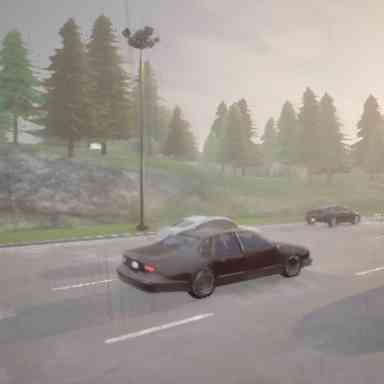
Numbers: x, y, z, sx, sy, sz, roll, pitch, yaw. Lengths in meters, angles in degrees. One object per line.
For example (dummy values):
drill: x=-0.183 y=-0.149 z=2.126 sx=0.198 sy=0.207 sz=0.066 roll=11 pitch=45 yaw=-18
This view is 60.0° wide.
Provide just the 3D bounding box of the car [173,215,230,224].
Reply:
car: x=0.801 y=1.627 z=12.880 sx=4.674 sy=1.442 sz=1.812 roll=0 pitch=-1 yaw=-35

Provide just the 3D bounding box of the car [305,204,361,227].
car: x=10.163 y=1.638 z=23.867 sx=4.892 sy=1.490 sz=1.837 roll=0 pitch=-1 yaw=-35

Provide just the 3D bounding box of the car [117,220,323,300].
car: x=0.830 y=1.615 z=8.623 sx=5.357 sy=1.411 sz=2.033 roll=0 pitch=-1 yaw=-35
